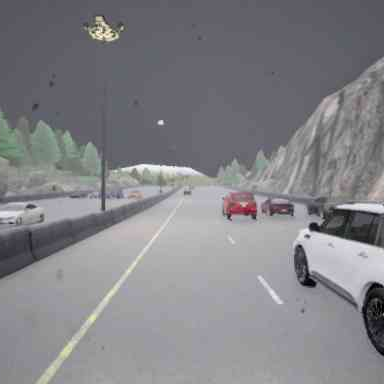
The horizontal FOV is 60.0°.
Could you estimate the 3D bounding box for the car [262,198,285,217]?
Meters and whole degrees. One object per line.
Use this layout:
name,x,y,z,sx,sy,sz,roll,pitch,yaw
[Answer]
car,7.101,1.210,28.064,1.882,1.535,5.008,0,1,0

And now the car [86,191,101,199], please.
car,-17.511,0.561,61.617,1.812,1.442,4.674,0,2,0

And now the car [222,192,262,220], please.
car,3.600,0.987,25.754,2.150,2.045,5.566,0,1,0

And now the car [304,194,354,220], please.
car,10.600,1.112,26.170,2.097,1.767,4.553,0,1,0

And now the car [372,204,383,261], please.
car,7.100,1.298,8.921,2.097,1.767,4.553,0,0,0

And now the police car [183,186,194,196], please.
police car,-1.048,-0.005,77.278,1.930,1.638,5.238,0,2,0

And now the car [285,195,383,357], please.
car,3.600,1.187,6.043,2.150,2.045,5.566,0,0,0

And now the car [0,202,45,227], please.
car,-10.598,1.360,20.271,1.812,1.442,4.674,0,1,0

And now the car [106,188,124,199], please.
car,-14.019,0.277,61.058,2.150,2.045,5.566,0,2,0

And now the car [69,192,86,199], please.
car,-21.006,0.638,61.433,1.895,1.301,4.718,0,2,0

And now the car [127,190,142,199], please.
car,-10.533,0.399,61.183,2.097,1.767,4.553,0,2,1
